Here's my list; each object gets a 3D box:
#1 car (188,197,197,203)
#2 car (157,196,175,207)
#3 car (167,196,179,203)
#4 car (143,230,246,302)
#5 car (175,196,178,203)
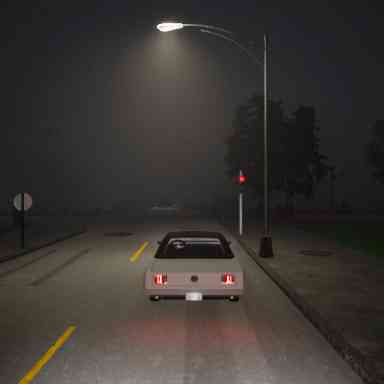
[{"bbox_3d":[0.033,1.601,69.423,1.895,1.301,4.718,0,0,0],"label":"car"},{"bbox_3d":[-4.072,1.505,50.104,1.837,1.490,4.892,0,0,0],"label":"car"},{"bbox_3d":[-3.967,1.540,70.143,2.033,1.411,5.357,0,0,0],"label":"car"},{"bbox_3d":[0.060,1.601,8.233,1.895,1.301,4.718,0,0,0],"label":"car"},{"bbox_3d":[-4.044,1.547,59.802,2.033,1.411,5.357,0,0,0],"label":"car"}]
